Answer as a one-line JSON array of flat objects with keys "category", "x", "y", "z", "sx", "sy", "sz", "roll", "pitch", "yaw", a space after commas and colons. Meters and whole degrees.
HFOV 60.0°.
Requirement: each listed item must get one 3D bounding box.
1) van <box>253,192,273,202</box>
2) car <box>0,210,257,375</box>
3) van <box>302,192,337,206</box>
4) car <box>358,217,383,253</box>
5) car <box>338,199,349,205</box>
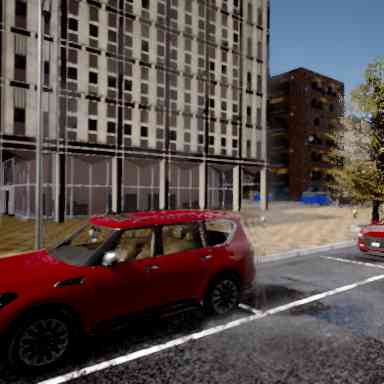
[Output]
[{"category": "van", "x": 13.289, "y": 0.962, "z": 62.097, "sx": 1.690, "sy": 1.788, "sz": 3.998, "roll": 1, "pitch": 0, "yaw": -36}, {"category": "car", "x": -1.056, "y": 1.298, "z": 5.786, "sx": 5.009, "sy": 1.841, "sz": 2.192, "roll": -1, "pitch": 1, "yaw": -36}, {"category": "van", "x": 16.329, "y": 0.913, "z": 43.486, "sx": 1.690, "sy": 1.788, "sz": 3.998, "roll": 1, "pitch": 0, "yaw": -36}, {"category": "car", "x": 7.805, "y": 1.449, "z": 12.121, "sx": 4.507, "sy": 1.381, "sz": 1.887, "roll": -1, "pitch": 1, "yaw": -36}, {"category": "car", "x": 23.135, "y": 1.233, "z": 48.370, "sx": 1.947, "sy": 1.339, "sz": 4.313, "roll": 1, "pitch": 0, "yaw": -36}]
